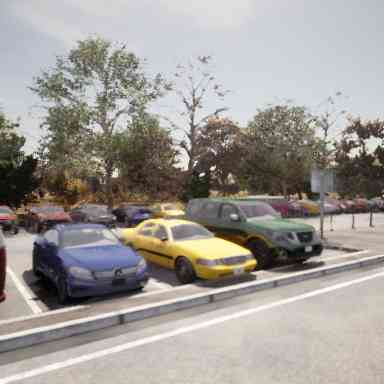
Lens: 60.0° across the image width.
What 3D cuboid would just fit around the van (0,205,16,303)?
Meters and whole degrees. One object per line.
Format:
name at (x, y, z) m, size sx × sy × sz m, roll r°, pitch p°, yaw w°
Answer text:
van at (-5.171, 1.270, 7.048) m, size 1.878 × 1.987 × 4.442 m, roll 0°, pitch 0°, yaw -36°

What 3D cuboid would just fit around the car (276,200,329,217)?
car at (11.483, 1.652, 34.890) m, size 2.097 × 1.535 × 5.008 m, roll 0°, pitch 0°, yaw -36°

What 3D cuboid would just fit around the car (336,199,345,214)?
car at (13.739, 1.708, 36.507) m, size 2.002 × 1.452 × 4.674 m, roll 0°, pitch 0°, yaw -36°

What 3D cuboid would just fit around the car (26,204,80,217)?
car at (-8.841, 1.521, 20.367) m, size 2.097 × 1.535 × 5.008 m, roll 0°, pitch 0°, yaw -36°

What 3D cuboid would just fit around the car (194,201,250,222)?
car at (2.467, 1.623, 28.412) m, size 2.163 × 1.488 × 4.792 m, roll 0°, pitch 0°, yaw -36°

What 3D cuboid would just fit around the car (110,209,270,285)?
car at (-0.437, 1.522, 10.063) m, size 1.946 × 1.575 × 5.366 m, roll 0°, pitch 0°, yaw -36°

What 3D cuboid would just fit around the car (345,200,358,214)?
car at (15.977, 1.557, 38.150) m, size 2.185 × 1.767 × 4.553 m, roll 0°, pitch 0°, yaw -36°

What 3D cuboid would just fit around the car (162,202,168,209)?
car at (-1.958, 1.562, 25.055) m, size 1.946 × 1.575 × 5.366 m, roll 0°, pitch 0°, yaw -36°

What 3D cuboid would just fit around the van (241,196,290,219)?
van at (6.898, 1.397, 31.760) m, size 1.878 × 1.987 × 4.442 m, roll 0°, pitch 0°, yaw -36°

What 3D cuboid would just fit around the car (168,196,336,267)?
car at (1.754, 1.288, 11.822) m, size 2.435 × 2.045 × 5.566 m, roll 0°, pitch 0°, yaw -36°

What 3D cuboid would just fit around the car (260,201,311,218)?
car at (9.223, 1.678, 33.276) m, size 2.002 × 1.452 × 4.674 m, roll 0°, pitch 0°, yaw -36°

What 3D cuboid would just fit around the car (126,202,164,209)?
car at (-4.340, 1.580, 23.615) m, size 2.163 × 1.488 × 4.792 m, roll 0°, pitch 0°, yaw -36°

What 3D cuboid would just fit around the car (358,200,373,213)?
car at (18.249, 1.698, 39.743) m, size 2.097 × 1.535 × 5.008 m, roll 0°, pitch 0°, yaw -36°

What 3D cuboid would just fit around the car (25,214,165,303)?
car at (-2.826, 1.551, 8.585) m, size 2.002 × 1.452 × 4.674 m, roll 0°, pitch 0°, yaw -36°

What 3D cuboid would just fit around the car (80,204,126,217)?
car at (-6.584, 1.537, 21.983) m, size 2.231 × 1.521 × 4.892 m, roll 0°, pitch 0°, yaw -36°

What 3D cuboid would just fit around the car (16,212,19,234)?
car at (-11.099, 1.507, 18.752) m, size 2.097 × 1.535 × 5.008 m, roll 0°, pitch 0°, yaw -36°

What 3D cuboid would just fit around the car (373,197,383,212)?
car at (20.514, 1.716, 41.348) m, size 2.231 × 1.521 × 4.892 m, roll 0°, pitch 0°, yaw -36°
